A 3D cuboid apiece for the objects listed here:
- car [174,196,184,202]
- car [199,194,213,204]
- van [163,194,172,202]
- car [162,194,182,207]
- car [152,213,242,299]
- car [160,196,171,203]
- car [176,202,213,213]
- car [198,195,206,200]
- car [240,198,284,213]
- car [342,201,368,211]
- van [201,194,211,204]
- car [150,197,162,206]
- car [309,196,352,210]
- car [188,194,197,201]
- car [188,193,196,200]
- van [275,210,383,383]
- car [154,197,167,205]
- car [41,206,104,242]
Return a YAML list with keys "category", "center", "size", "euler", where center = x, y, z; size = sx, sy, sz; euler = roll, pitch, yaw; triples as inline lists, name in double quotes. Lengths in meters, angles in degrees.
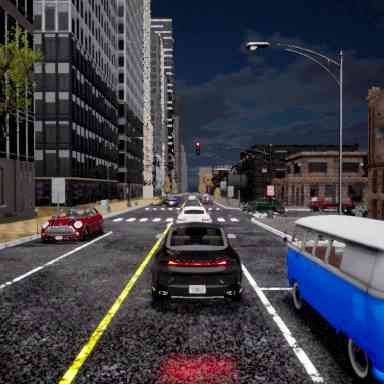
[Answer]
- category: "car"
  center: [-2.929, 1.535, 74.717]
  size: [1.994, 1.385, 4.181]
  euler: [0, 0, 0]
- category: "car"
  center: [2.733, 1.425, 59.743]
  size: [1.967, 1.590, 4.097]
  euler: [-1, 0, 0]
- category: "van"
  center: [-5.600, 1.323, 76.738]
  size: [1.690, 1.788, 3.998]
  euler: [-1, 0, 0]
- category: "car"
  center: [-3.042, 1.478, 52.082]
  size: [2.128, 1.511, 4.902]
  euler: [0, 0, 0]
- category: "car"
  center: [0.105, 1.502, 8.414]
  size: [1.837, 1.490, 4.892]
  euler: [0, 0, 0]
- category: "car"
  center: [-5.602, 1.549, 71.094]
  size: [1.947, 1.339, 4.313]
  euler: [-1, 0, 0]
- category: "car"
  center: [0.111, 1.520, 18.770]
  size: [1.812, 1.442, 4.674]
  euler: [0, 0, 0]
- category: "car"
  center: [2.766, 1.531, 93.607]
  size: [2.008, 1.369, 4.403]
  euler: [-1, 0, 0]
- category: "car"
  center: [7.668, 1.397, 36.572]
  size: [4.553, 1.767, 2.097]
  euler: [1, 1, -6]
- category: "car"
  center: [16.446, 1.793, 31.065]
  size: [4.313, 1.339, 1.947]
  euler: [1, 0, 1]
- category: "van"
  center: [2.736, 1.325, 65.387]
  size: [1.690, 1.788, 3.998]
  euler: [-1, 0, 0]
- category: "car"
  center: [-5.789, 1.512, 53.992]
  size: [1.752, 1.417, 4.829]
  euler: [-1, 0, 0]
- category: "car"
  center: [16.563, 1.411, 39.441]
  size: [5.009, 1.841, 2.192]
  euler: [1, 0, 1]
- category: "car"
  center: [0.075, 1.504, 81.055]
  size: [1.812, 1.442, 4.674]
  euler: [0, 0, 0]
- category: "car"
  center: [0.085, 1.257, 91.058]
  size: [2.097, 1.767, 4.553]
  euler: [0, 0, 0]
- category: "van"
  center: [2.680, 1.340, 5.122]
  size: [1.690, 1.788, 3.998]
  euler: [-1, 0, 0]
- category: "car"
  center: [-5.613, 1.551, 59.805]
  size: [1.947, 1.339, 4.313]
  euler: [-1, 0, 0]
- category: "car"
  center: [-5.688, 1.435, 16.214]
  size: [1.967, 1.590, 4.097]
  euler: [-1, 0, 0]
